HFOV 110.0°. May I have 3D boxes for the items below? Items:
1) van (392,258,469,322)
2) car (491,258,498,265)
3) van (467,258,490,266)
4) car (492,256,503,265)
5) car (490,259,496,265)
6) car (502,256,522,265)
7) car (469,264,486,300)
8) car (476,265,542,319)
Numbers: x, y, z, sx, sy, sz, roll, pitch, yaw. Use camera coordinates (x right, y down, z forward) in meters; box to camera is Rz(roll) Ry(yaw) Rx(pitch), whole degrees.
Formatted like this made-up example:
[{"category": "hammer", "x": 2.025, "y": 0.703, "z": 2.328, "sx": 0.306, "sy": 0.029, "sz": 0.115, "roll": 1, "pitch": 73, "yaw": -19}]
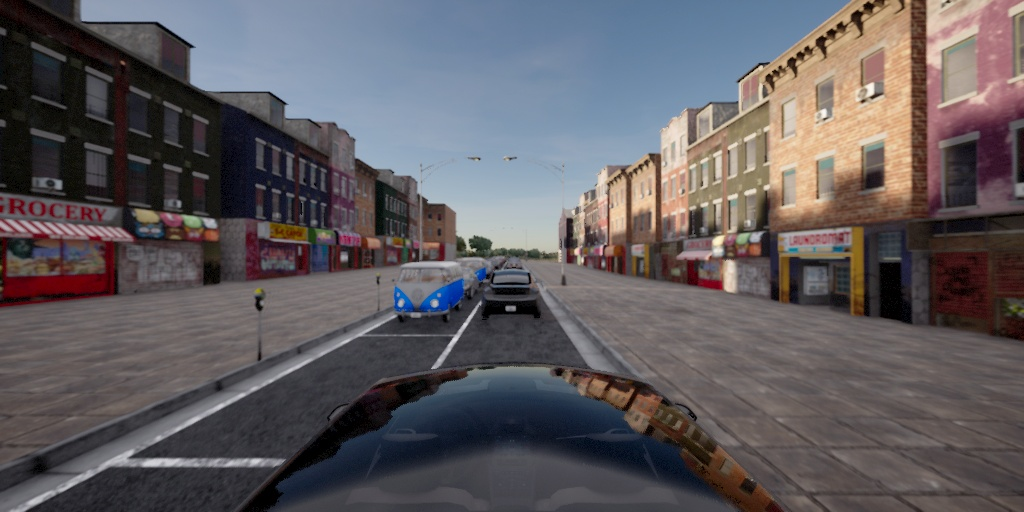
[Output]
[{"category": "van", "x": -2.609, "y": 1.075, "z": 11.838, "sx": 1.690, "sy": 1.789, "sz": 3.998, "roll": 0, "pitch": 0, "yaw": 0}, {"category": "car", "x": -2.538, "y": 1.135, "z": 34.021, "sx": 1.802, "sy": 1.307, "sz": 4.207, "roll": 0, "pitch": 0, "yaw": 0}, {"category": "van", "x": -2.573, "y": 1.009, "z": 22.932, "sx": 1.690, "sy": 1.789, "sz": 3.998, "roll": 0, "pitch": 0, "yaw": 0}, {"category": "car", "x": -2.503, "y": 0.998, "z": 45.096, "sx": 1.948, "sy": 1.339, "sz": 4.313, "roll": 0, "pitch": 0, "yaw": 0}, {"category": "car", "x": -2.556, "y": 1.181, "z": 28.479, "sx": 1.948, "sy": 1.339, "sz": 4.313, "roll": 0, "pitch": 0, "yaw": 0}, {"category": "car", "x": 0.223, "y": 1.017, "z": 41.424, "sx": 2.033, "sy": 1.411, "sz": 5.357, "roll": 0, "pitch": 1, "yaw": 0}, {"category": "car", "x": -2.591, "y": 1.258, "z": 17.386, "sx": 2.007, "sy": 1.370, "sz": 4.403, "roll": 0, "pitch": 0, "yaw": 0}, {"category": "car", "x": -0.011, "y": 1.236, "z": 12.667, "sx": 1.837, "sy": 1.490, "sz": 4.892, "roll": 0, "pitch": 0, "yaw": 1}]
